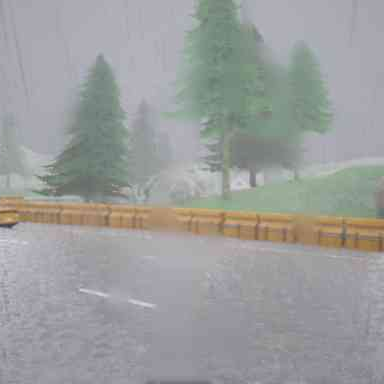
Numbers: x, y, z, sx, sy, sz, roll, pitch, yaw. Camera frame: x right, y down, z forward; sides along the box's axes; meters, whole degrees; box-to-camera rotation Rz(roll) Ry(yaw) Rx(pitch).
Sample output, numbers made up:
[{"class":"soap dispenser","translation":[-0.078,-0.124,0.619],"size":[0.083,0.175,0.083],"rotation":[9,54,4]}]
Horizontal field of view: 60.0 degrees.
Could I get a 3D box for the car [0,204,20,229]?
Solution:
[{"class":"car","translation":[-11.263,1.160,17.032],"size":[5.008,1.535,1.882],"rotation":[1,1,19]}]
